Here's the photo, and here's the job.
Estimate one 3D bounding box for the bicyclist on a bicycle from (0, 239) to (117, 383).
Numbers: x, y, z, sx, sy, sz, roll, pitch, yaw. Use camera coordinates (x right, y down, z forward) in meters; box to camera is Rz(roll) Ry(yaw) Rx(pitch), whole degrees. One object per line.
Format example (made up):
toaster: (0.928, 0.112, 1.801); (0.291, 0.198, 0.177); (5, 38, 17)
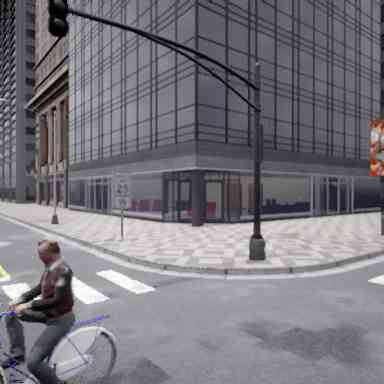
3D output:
bicyclist on a bicycle: (-1.622, 1.365, 3.317); (1.843, 1.776, 0.659); (0, 0, -38)
